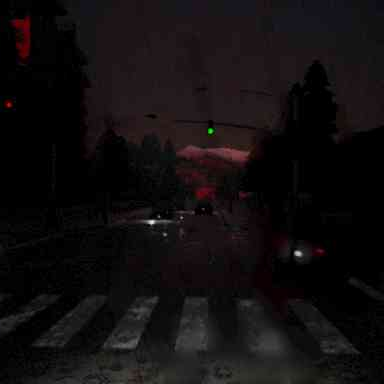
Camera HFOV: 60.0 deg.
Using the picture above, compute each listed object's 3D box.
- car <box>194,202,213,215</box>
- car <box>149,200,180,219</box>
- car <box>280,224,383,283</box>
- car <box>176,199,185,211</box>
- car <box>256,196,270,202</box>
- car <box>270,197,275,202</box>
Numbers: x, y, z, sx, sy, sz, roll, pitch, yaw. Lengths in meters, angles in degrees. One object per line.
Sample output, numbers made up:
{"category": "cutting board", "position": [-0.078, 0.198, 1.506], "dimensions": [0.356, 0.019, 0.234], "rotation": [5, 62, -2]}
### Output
{"category": "car", "position": [1.312, 1.813, 37.368], "dimensions": [1.994, 1.385, 4.181], "rotation": [0, 0, 3]}
{"category": "car", "position": [-2.697, 1.747, 31.329], "dimensions": [2.033, 1.411, 5.357], "rotation": [0, 0, 3]}
{"category": "car", "position": [4.687, 1.655, 9.881], "dimensions": [4.181, 1.385, 1.994], "rotation": [1, -1, -26]}
{"category": "car", "position": [-1.946, 1.785, 45.207], "dimensions": [1.837, 1.490, 4.892], "rotation": [0, 0, 3]}
{"category": "car", "position": [17.518, 1.936, 82.185], "dimensions": [1.845, 1.501, 3.633], "rotation": [0, 0, 3]}
{"category": "car", "position": [20.951, 2.000, 89.407], "dimensions": [1.970, 1.475, 3.806], "rotation": [0, 0, 3]}
